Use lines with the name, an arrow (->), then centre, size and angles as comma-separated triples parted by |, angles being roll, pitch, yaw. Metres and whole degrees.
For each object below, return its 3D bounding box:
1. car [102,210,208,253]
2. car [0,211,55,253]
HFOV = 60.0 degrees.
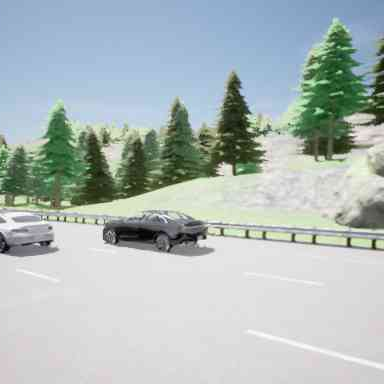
car -> -1.676, 1.492, 13.786 | 4.902, 1.511, 2.128 | 0, 0, 35
car -> -7.508, 1.527, 13.643 | 4.674, 1.442, 1.812 | 0, 0, 35
